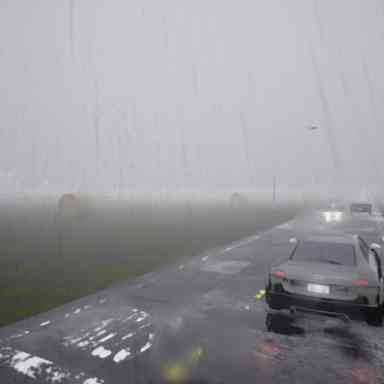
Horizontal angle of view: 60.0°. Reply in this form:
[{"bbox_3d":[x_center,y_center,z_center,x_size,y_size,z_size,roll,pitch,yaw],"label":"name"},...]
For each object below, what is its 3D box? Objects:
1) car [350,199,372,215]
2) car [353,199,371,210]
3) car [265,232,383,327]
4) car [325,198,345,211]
[{"bbox_3d":[17.130,1.448,33.730,1.882,1.535,5.008,0,0,28],"label":"car"},{"bbox_3d":[22.011,1.550,43.021,1.895,1.301,4.718,0,0,28],"label":"car"},{"bbox_3d":[3.018,1.561,7.247,1.994,1.385,4.181,0,0,28],"label":"car"},{"bbox_3d":[17.092,1.452,39.626,2.128,1.511,4.902,0,0,28],"label":"car"}]
